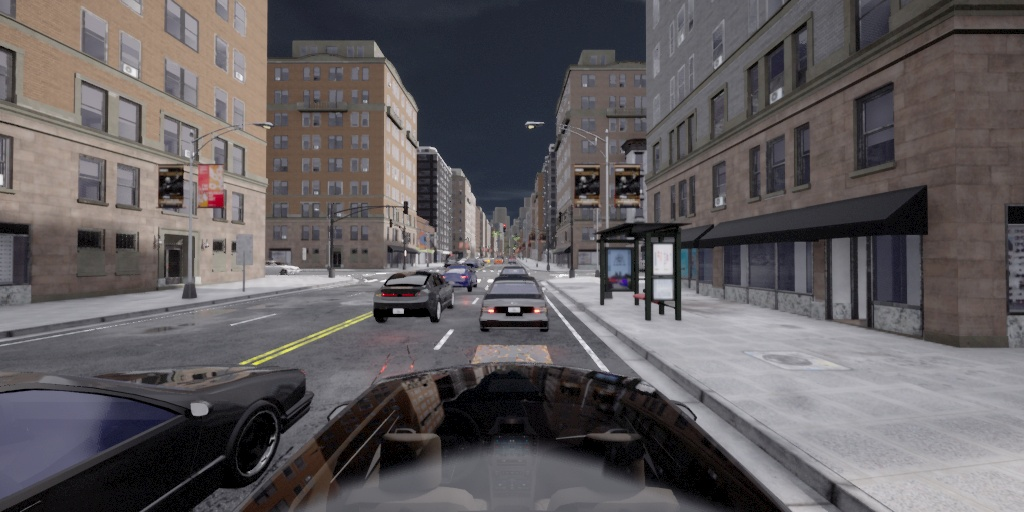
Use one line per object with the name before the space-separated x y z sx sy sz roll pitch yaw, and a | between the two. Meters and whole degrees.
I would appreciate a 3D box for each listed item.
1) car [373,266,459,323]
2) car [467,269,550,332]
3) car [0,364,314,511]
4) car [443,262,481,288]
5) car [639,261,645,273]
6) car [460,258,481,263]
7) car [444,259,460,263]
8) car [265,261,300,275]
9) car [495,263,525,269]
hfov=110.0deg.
car | -3.131 1.258 12.181 1.837 1.490 4.892 0 0 -1
car | 0.087 1.300 10.840 2.033 1.411 5.357 0 0 1
car | -3.151 1.297 1.537 2.033 1.411 5.357 0 0 0
car | -3.139 1.283 21.220 1.812 1.442 4.674 0 0 0
car | 14.947 1.379 43.934 4.902 1.511 2.128 0 -1 0
car | -6.547 1.124 57.320 2.097 1.767 4.553 0 0 0
car | -9.795 1.277 57.817 1.837 1.490 4.892 0 0 0
car | -22.596 1.158 33.889 4.674 1.442 1.812 1 -1 -1
car | 0.104 1.305 20.897 2.033 1.411 5.357 0 0 0
